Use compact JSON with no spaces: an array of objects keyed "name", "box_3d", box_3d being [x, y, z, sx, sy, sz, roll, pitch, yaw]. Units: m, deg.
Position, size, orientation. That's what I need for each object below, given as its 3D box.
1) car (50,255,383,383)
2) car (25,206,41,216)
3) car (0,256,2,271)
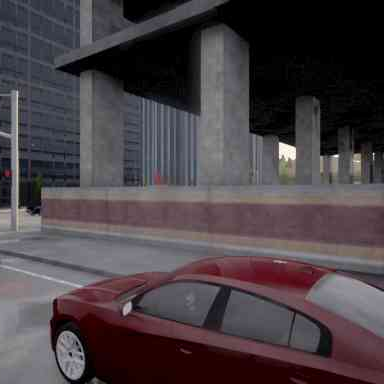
[{"name":"car","box_3d":[0.425,1.478,3.686,5.008,1.535,1.882,0,0,35]},{"name":"car","box_3d":[-14.129,1.656,33.535,1.895,1.301,4.718,0,0,36]},{"name":"car","box_3d":[-6.923,1.564,8.871,4.181,1.385,1.994,0,0,36]}]
